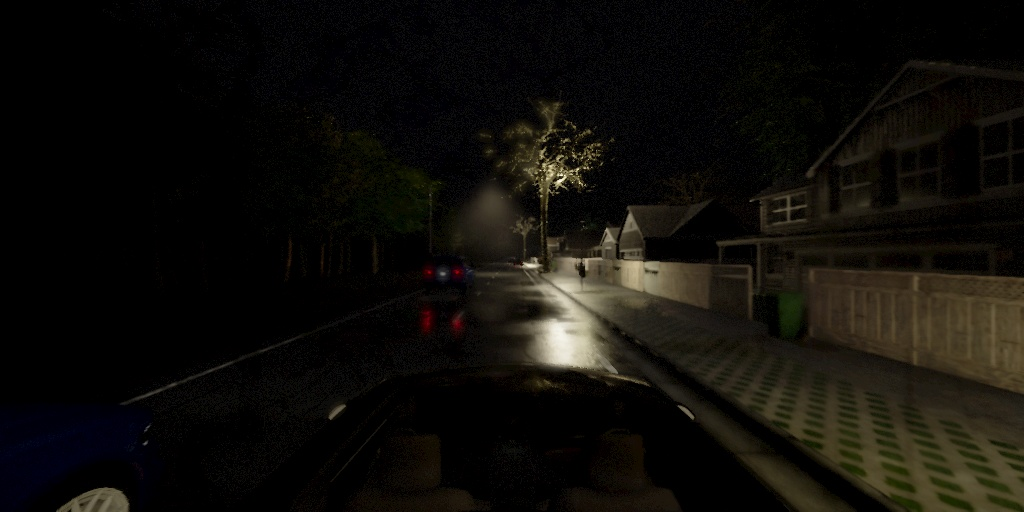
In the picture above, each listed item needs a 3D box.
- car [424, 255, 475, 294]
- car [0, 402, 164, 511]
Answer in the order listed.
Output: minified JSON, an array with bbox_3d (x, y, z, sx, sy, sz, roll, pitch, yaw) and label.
[{"bbox_3d":[-3.396,0.978,20.273,2.150,2.045,5.566,0,0,0],"label":"car"},{"bbox_3d":[-3.398,1.227,0.435,1.882,1.535,5.008,0,0,0],"label":"car"}]
